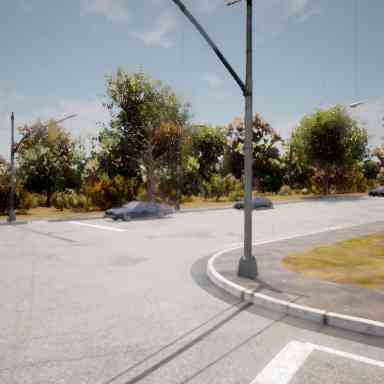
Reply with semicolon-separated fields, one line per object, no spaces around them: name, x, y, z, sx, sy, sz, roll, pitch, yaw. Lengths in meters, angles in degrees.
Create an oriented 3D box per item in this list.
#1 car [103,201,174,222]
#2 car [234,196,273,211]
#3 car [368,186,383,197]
car;-3.934;1.387;25.242;5.357;1.411;2.033;-1;1;-42
car;6.148;1.089;33.292;4.181;1.385;1.994;-3;2;-36
car;26.420;-0.139;45.213;5.357;1.411;2.033;-4;2;-25
